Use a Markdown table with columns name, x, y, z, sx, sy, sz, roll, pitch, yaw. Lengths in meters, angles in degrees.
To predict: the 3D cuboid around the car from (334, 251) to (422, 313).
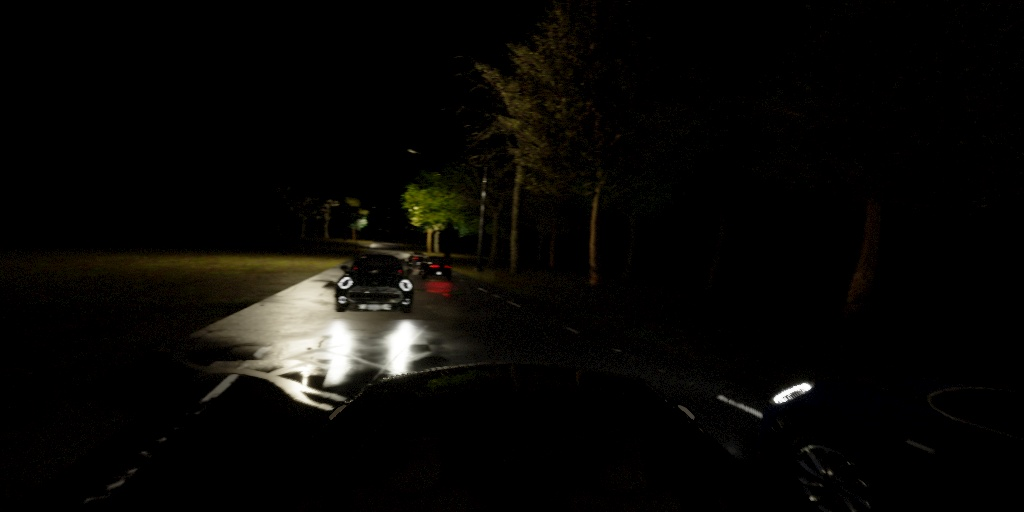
| name | x | y | z | sx | sy | sz | roll | pitch | yaw |
| --- | --- | --- | --- | --- | --- | --- | --- | --- | --- |
| car | -4.407 | 0.728 | 11.736 | 2.097 | 1.767 | 4.553 | 4 | 0 | -20 |

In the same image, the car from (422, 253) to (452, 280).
| name | x | y | z | sx | sy | sz | roll | pitch | yaw |
| --- | --- | --- | --- | --- | --- | --- | --- | --- | --- |
| car | -5.357 | 0.743 | 24.717 | 1.837 | 1.490 | 4.892 | 4 | 1 | -20 |

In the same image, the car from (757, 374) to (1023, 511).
| name | x | y | z | sx | sy | sz | roll | pitch | yaw |
| --- | --- | --- | --- | --- | --- | --- | --- | --- | --- |
| car | 3.999 | 1.401 | 1.874 | 2.097 | 1.767 | 4.553 | 4 | 0 | -20 |

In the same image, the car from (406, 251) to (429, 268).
| name | x | y | z | sx | sy | sz | roll | pitch | yaw |
| --- | --- | --- | --- | --- | --- | --- | --- | --- | --- |
| car | -9.898 | 0.311 | 37.205 | 1.837 | 1.490 | 4.892 | 4 | 1 | -19 |
